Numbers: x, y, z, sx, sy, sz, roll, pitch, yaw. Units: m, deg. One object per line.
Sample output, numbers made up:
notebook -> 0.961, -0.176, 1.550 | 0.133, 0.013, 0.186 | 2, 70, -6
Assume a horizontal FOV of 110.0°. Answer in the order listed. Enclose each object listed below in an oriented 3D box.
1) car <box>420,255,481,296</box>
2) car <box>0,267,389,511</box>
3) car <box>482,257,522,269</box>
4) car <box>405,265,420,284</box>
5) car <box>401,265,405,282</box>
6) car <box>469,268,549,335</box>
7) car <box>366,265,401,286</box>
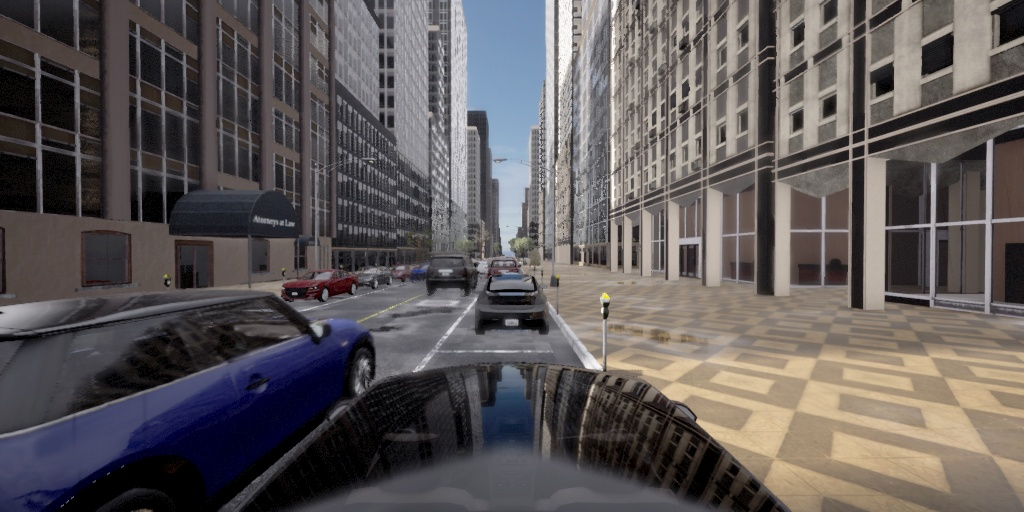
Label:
car -> -3.144, 0.967, 19.634 | 2.150, 2.045, 5.566 | 0, 0, 0
car -> -3.052, 1.101, 3.443 | 2.097, 1.767, 4.553 | 0, 0, 0
car -> -0.457, 1.061, 22.523 | 2.192, 1.841, 5.009 | 0, 0, 0
car -> -6.245, 1.223, 27.252 | 1.882, 1.535, 5.008 | 0, 0, 0
car -> -8.837, 1.327, 28.206 | 1.802, 1.307, 4.207 | 0, 0, 0
car -> -0.001, 1.252, 10.501 | 1.837, 1.490, 4.892 | 0, 0, 0
car -> -8.838, 1.297, 22.523 | 2.007, 1.370, 4.403 | 0, 0, 0
